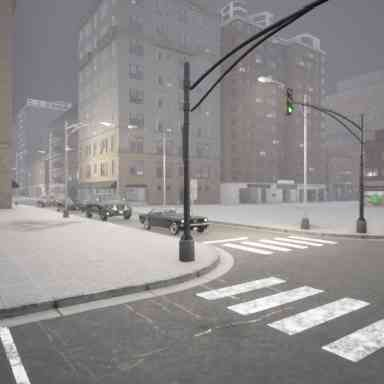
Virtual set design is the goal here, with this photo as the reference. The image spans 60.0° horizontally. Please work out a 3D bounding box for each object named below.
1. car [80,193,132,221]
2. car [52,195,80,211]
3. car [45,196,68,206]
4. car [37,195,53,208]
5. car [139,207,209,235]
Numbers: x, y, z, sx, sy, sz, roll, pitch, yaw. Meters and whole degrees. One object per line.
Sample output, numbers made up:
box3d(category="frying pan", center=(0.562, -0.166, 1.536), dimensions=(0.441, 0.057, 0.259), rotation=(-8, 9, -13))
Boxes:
box3d(category="car", center=(-6.765, 1.101, 26.456), dimensions=(2.150, 2.045, 5.566), rotation=(0, 0, -36))
box3d(category="car", center=(-12.771, 1.309, 34.874), dimensions=(1.882, 1.535, 5.008), rotation=(0, 0, -36))
box3d(category="car", center=(-20.957, 1.298, 51.365), dimensions=(2.033, 1.411, 5.357), rotation=(0, 0, -36))
box3d(category="car", center=(-18.638, 1.138, 43.134), dimensions=(2.097, 1.767, 4.553), rotation=(0, 0, -35))
box3d(category="car", center=(-1.109, 1.527, 18.562), dimensions=(1.895, 1.301, 4.718), rotation=(0, 0, -36))
